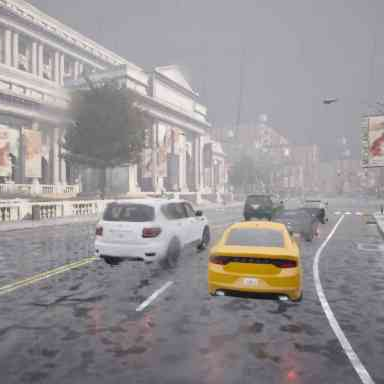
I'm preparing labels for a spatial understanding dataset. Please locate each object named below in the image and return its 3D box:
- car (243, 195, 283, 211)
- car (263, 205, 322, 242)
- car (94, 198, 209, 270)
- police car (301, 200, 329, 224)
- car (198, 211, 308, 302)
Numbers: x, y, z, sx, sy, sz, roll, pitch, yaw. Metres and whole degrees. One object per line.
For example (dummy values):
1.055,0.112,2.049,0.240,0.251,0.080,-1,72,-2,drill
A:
5.667,1.219,25.708,2.150,2.045,5.566,0,0,27,car
5.162,1.564,16.744,1.994,1.385,4.181,0,0,26,car
-1.030,1.223,11.355,2.150,2.045,5.566,0,0,19,car
9.169,1.425,25.099,1.930,1.638,5.238,0,0,27,police car
1.700,1.478,8.446,1.882,1.535,5.008,0,0,15,car
